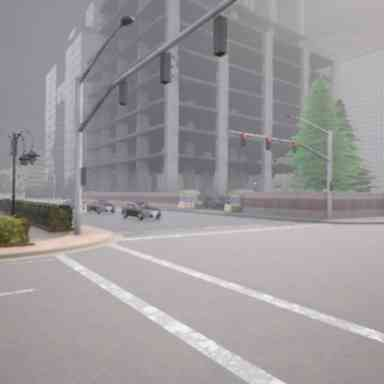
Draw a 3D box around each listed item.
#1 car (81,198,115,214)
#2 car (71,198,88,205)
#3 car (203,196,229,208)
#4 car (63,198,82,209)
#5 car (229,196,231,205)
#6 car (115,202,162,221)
[{"bbox_3d":[-9.976,1.601,36.331,2.128,1.511,4.902,1,-1,-36],"label":"car"},{"bbox_3d":[-22.271,1.800,65.531,1.895,1.301,4.718,1,-1,-36],"label":"car"},{"bbox_3d":[3.389,1.534,52.278,1.905,1.878,3.866,1,-1,-36],"label":"car"},{"bbox_3d":[-15.866,1.673,44.464,1.994,1.385,4.181,1,-1,-36],"label":"car"},{"bbox_3d":[5.779,1.571,53.991,1.905,1.878,3.866,1,-1,-36],"label":"car"},{"bbox_3d":[-4.412,1.601,28.658,2.128,1.511,4.902,1,0,-36],"label":"car"}]
